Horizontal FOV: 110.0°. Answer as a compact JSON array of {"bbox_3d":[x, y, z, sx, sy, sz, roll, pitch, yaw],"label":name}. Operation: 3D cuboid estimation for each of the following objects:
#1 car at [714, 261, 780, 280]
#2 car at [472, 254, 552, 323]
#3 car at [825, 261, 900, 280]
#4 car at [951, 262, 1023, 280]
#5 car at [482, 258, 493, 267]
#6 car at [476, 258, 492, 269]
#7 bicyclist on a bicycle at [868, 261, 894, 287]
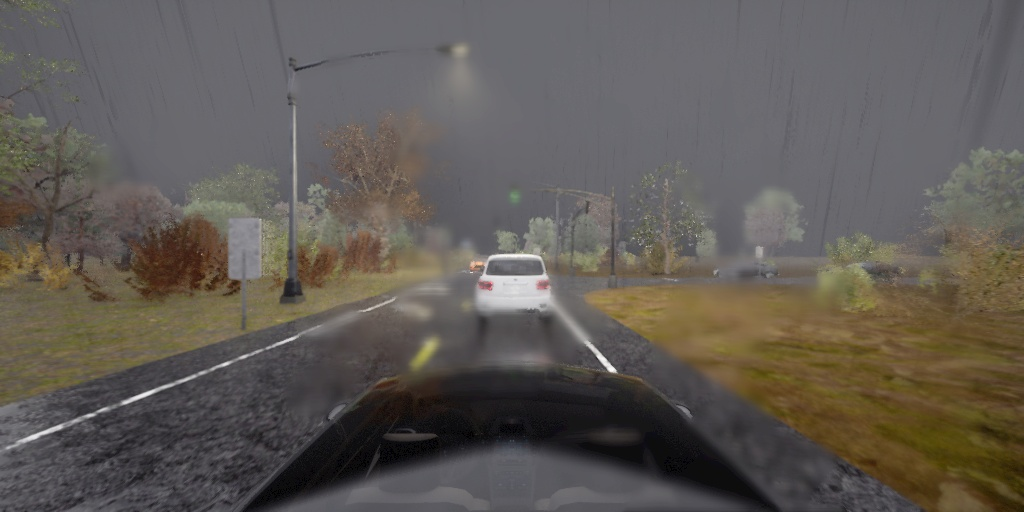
[{"bbox_3d":[19.474,1.198,29.840,4.902,1.511,2.128,0,0,1],"label":"car"},{"bbox_3d":[0.058,0.953,12.261,2.150,2.045,5.566,0,0,-1],"label":"car"},{"bbox_3d":[28.836,1.190,29.608,5.008,1.535,1.882,0,0,2],"label":"car"},{"bbox_3d":[38.906,1.212,29.121,4.902,1.511,2.128,0,0,4],"label":"car"},{"bbox_3d":[-4.491,1.135,65.278,1.837,1.490,4.892,0,0,-2],"label":"car"},{"bbox_3d":[-4.257,1.140,55.322,2.128,1.511,4.902,0,0,-1],"label":"car"},{"bbox_3d":[24.102,1.179,23.445,0.582,1.620,1.656,0,0,1],"label":"bicyclist on a bicycle"}]
